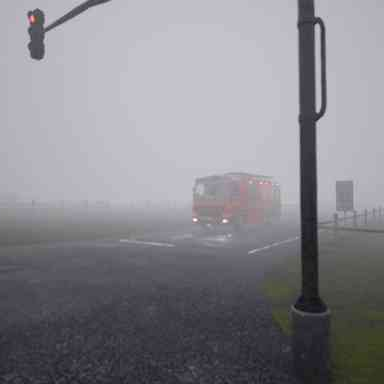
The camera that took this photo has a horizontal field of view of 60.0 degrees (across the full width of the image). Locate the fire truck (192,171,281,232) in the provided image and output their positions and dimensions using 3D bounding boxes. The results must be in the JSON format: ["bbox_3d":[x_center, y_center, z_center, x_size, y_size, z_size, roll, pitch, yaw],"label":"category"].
[{"bbox_3d":[3.479,0.632,23.640,2.891,3.827,8.468,-1,-1,36],"label":"fire truck"}]
